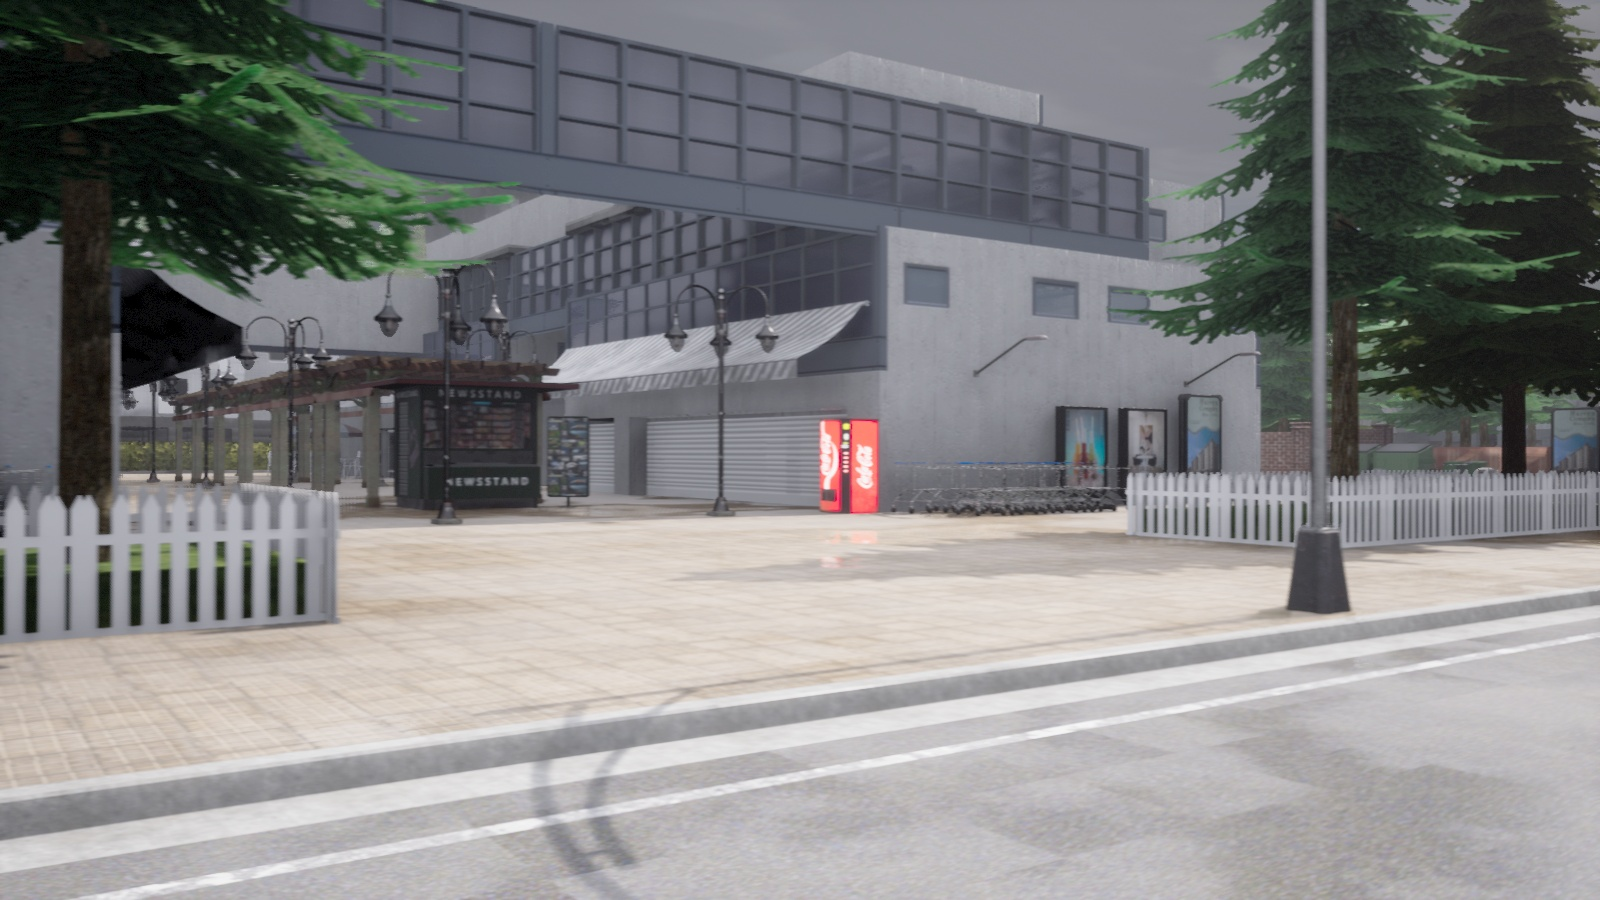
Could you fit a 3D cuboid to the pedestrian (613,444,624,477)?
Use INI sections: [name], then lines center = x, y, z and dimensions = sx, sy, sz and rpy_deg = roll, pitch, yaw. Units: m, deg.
[pedestrian]
center = -10.239, 0.578, 70.702
dimensions = 0.345, 1.836, 0.594
rpy_deg = 0, 0, -38
